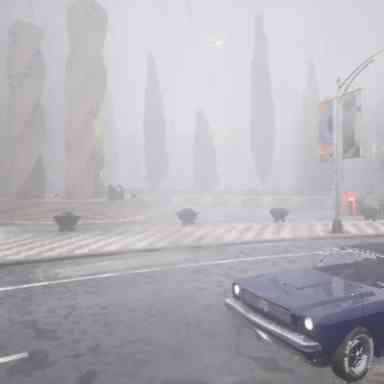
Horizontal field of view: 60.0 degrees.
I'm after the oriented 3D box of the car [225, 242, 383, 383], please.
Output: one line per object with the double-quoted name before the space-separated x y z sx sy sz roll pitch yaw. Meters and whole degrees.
"car" 2.925 1.567 5.336 4.718 1.301 1.895 0 1 -26
